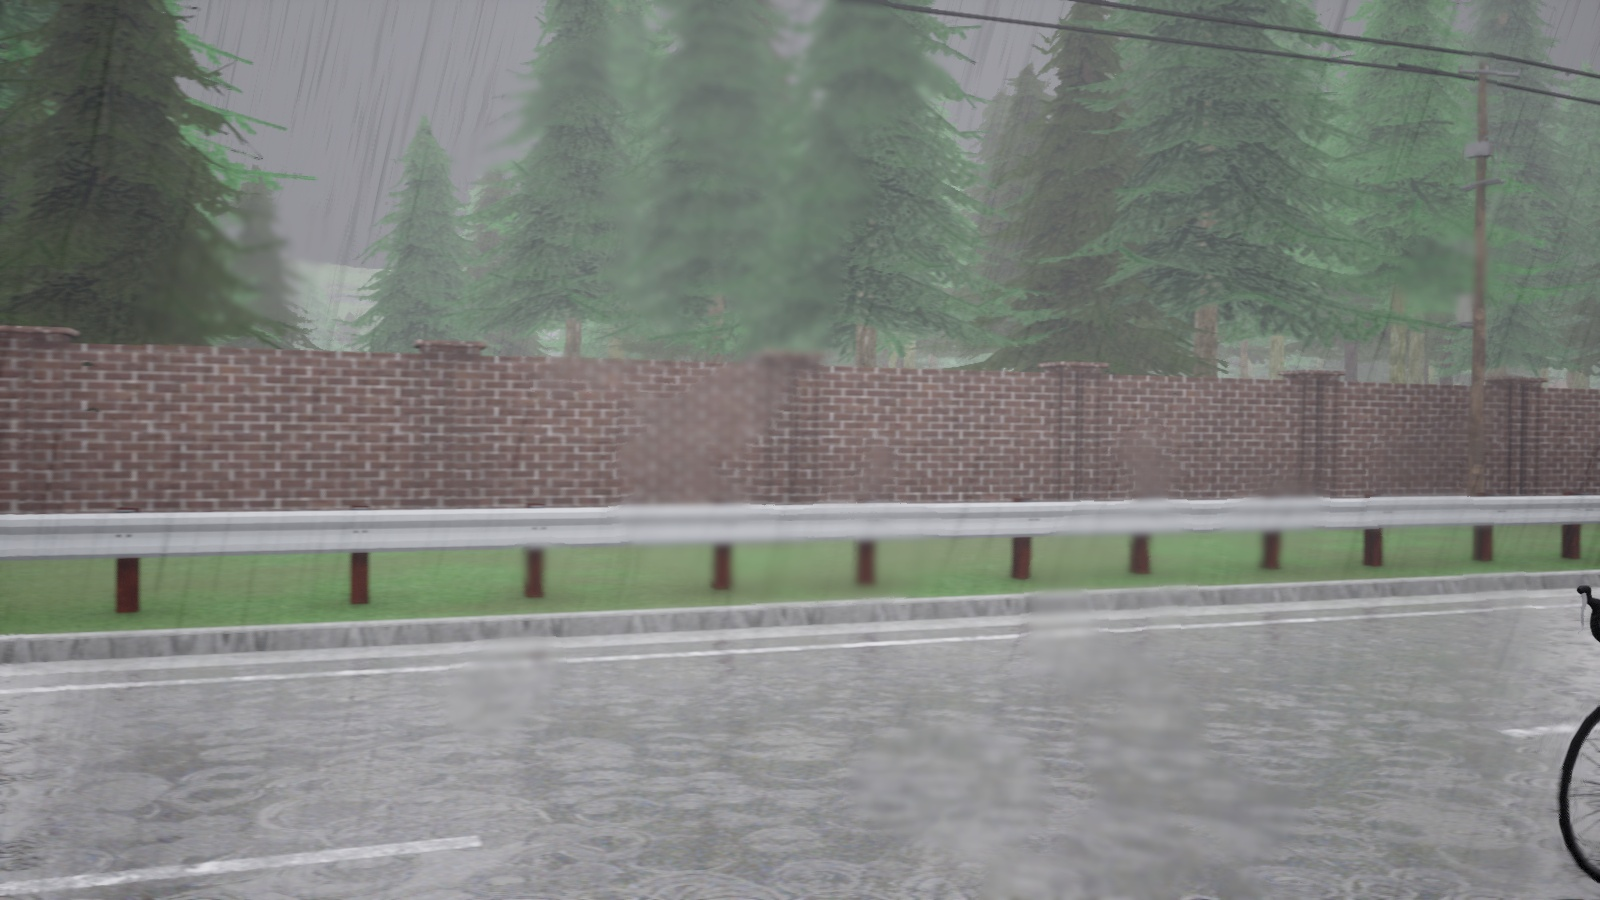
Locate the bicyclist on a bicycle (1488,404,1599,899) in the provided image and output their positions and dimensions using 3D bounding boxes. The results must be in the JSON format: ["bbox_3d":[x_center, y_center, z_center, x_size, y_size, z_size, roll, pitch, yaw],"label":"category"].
[{"bbox_3d":[3.340,0.641,4.507,1.656,1.620,0.582,-1,1,-21],"label":"bicyclist on a bicycle"}]
